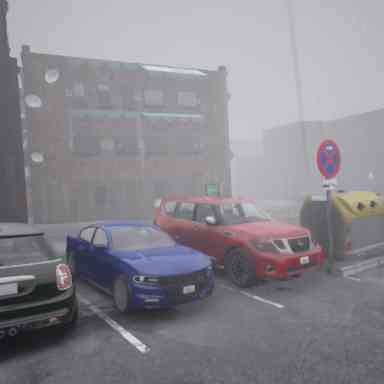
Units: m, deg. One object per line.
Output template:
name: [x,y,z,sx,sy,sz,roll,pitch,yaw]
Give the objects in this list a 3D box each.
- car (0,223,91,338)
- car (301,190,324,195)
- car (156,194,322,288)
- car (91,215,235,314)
car: [-3.793,1.355,6.263,2.185,1.767,4.553,0,0,-36]
car: [13.956,0.567,39.551,1.882,1.535,5.008,-4,0,-23]
car: [0.883,1.172,9.648,2.435,2.045,5.566,-1,0,-36]
car: [-1.521,1.464,7.951,2.097,1.535,5.008,0,0,-36]
